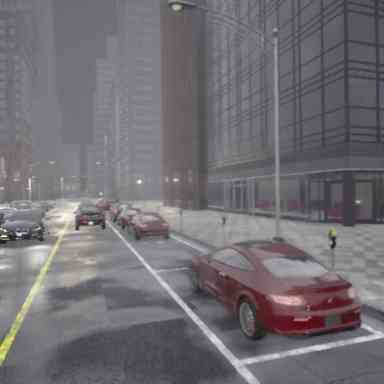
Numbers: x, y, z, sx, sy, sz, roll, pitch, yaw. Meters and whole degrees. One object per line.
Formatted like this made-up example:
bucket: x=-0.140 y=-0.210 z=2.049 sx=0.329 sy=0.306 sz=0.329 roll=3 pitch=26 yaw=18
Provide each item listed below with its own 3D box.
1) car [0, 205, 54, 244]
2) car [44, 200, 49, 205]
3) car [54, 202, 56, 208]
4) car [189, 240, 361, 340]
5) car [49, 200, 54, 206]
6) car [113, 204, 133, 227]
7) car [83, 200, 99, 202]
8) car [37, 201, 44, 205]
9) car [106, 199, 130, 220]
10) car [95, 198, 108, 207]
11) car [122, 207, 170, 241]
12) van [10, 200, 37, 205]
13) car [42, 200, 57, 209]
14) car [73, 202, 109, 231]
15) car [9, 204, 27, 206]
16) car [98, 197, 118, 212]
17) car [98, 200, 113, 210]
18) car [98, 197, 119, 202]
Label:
car: x=-8.503 y=1.681 z=17.277 sx=1.837 sy=1.490 sz=4.892 roll=-1 pitch=0 yaw=-18
car: x=-19.191 y=2.000 z=41.222 sx=1.802 sy=1.307 sz=4.206 roll=-1 pitch=0 yaw=-18
car: x=-22.712 y=2.077 z=51.930 sx=1.947 sy=1.339 sz=4.313 roll=-1 pitch=0 yaw=-18
car: x=1.230 y=1.582 z=6.410 sx=1.802 sy=1.307 sz=4.206 roll=-1 pitch=0 yaw=-18
car: x=-20.952 y=2.030 z=46.576 sx=1.947 sy=1.339 sz=4.313 roll=-1 pitch=0 yaw=-18
car: x=-4.052 y=1.707 z=22.473 sx=1.802 sy=1.307 sz=4.206 roll=-1 pitch=0 yaw=-18
car: x=-11.833 y=1.799 z=37.536 sx=1.837 sy=1.490 sz=4.892 roll=-1 pitch=0 yaw=-18
car: x=-17.378 y=1.896 z=35.706 sx=1.752 sy=1.417 sz=4.829 roll=-1 pitch=0 yaw=-18
car: x=-5.816 y=1.608 z=27.827 sx=1.967 sy=1.590 sz=4.097 roll=-1 pitch=0 yaw=-18
car: x=-16.379 y=1.884 z=59.950 sx=1.967 sy=1.590 sz=4.097 roll=-1 pitch=0 yaw=-18
car: x=-2.291 y=1.665 z=17.119 sx=1.802 sy=1.307 sz=4.206 roll=-1 pitch=0 yaw=-18
van: x=-15.674 y=1.668 z=30.514 sx=1.690 sy=1.788 sz=3.998 roll=-1 pitch=0 yaw=-18
car: x=-24.474 y=2.110 z=57.285 sx=2.008 sy=1.369 sz=4.403 roll=-1 pitch=0 yaw=-18
car: x=-6.884 y=1.672 z=22.496 sx=1.837 sy=1.490 sz=4.892 roll=-1 pitch=-1 yaw=-18
car: x=-13.909 y=1.865 z=25.159 sx=1.802 sy=1.307 sz=4.206 roll=-1 pitch=0 yaw=-18
car: x=-11.100 y=1.618 z=43.888 sx=2.192 sy=1.841 sz=5.009 roll=-1 pitch=0 yaw=-18
car: x=-12.855 y=1.915 z=49.242 sx=1.947 sy=1.339 sz=4.313 roll=-1 pitch=0 yaw=-18
car: x=-9.339 y=1.572 z=38.534 sx=2.192 sy=1.841 sz=5.009 roll=-1 pitch=0 yaw=-18
